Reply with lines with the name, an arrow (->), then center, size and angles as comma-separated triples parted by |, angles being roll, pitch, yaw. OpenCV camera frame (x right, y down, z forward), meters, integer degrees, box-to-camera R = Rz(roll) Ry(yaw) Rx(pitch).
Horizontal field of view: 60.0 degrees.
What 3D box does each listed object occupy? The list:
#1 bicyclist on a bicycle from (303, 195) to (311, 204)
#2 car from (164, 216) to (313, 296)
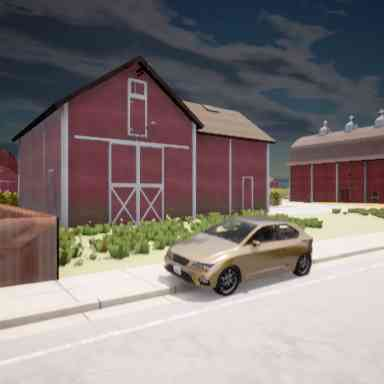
bicyclist on a bicycle -> 22.135, 1.452, 63.836 | 1.656, 1.620, 0.582 | 0, 0, -11
car -> 1.341, 1.419, 8.476 | 4.193, 1.474, 1.816 | 0, 6, -38
